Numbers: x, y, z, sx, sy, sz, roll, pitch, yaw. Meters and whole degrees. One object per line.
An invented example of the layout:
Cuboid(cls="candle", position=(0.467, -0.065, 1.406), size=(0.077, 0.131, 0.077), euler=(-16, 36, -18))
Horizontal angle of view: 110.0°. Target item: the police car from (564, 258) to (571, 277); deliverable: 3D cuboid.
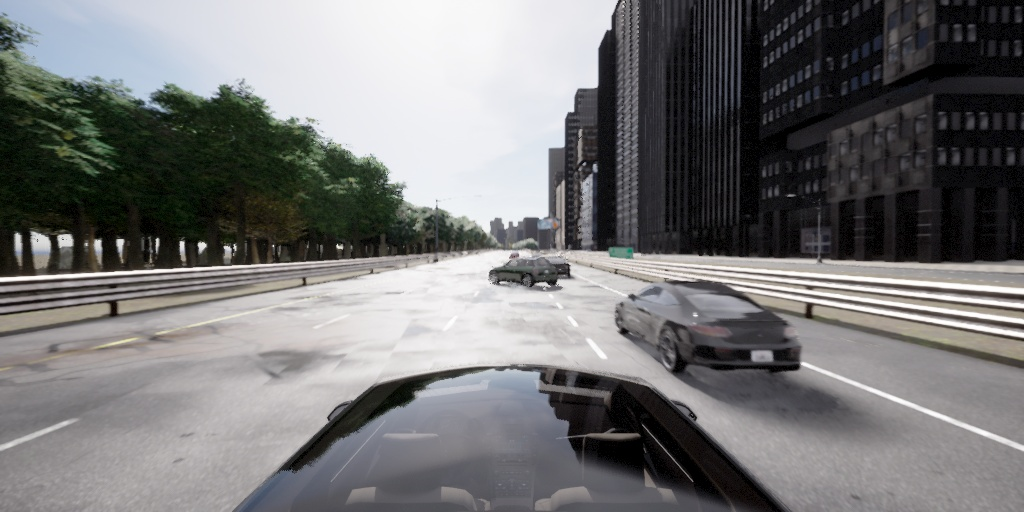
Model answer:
Cuboid(cls="police car", position=(3.599, 0.789, 29.362), size=(1.930, 1.638, 5.238), euler=(0, 1, 0))

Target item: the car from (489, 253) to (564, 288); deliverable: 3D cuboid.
Cuboid(cls="car", position=(0.573, 0.864, 21.705), size=(2.097, 1.767, 4.553), euler=(-1, 1, -40))

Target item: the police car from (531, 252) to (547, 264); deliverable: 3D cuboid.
Cuboid(cls="police car", position=(3.794, 0.273, 51.298), size=(1.930, 1.638, 5.238), euler=(0, 1, 1))

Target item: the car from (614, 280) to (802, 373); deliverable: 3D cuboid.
Cuboid(cls="car", position=(3.506, 1.214, 7.322), size=(1.812, 1.442, 4.674), euler=(0, 1, 0))
